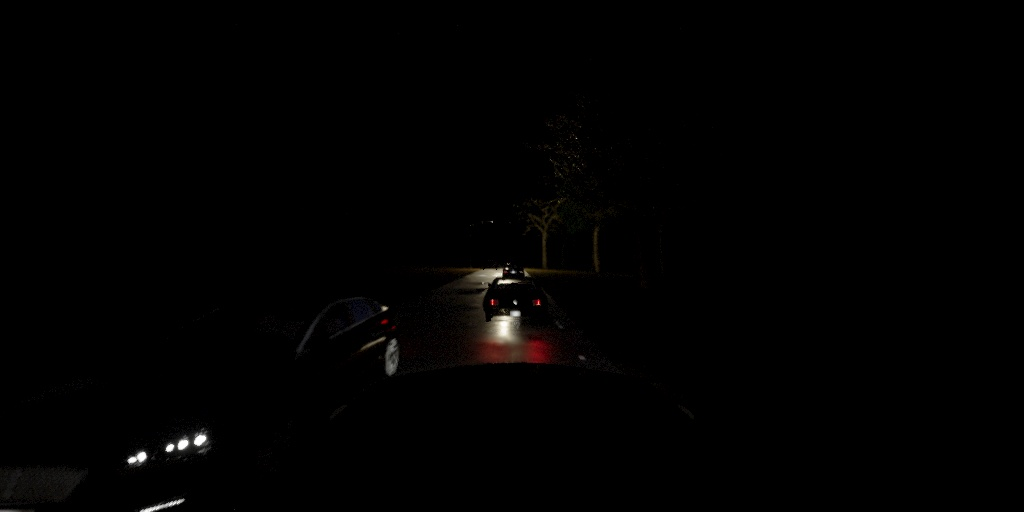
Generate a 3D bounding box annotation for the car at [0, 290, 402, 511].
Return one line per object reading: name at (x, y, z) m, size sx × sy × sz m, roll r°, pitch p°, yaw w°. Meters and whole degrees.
car at (-2.850, 1.241, 4.459) m, size 2.128 × 1.511 × 4.902 m, roll 0°, pitch 0°, yaw 0°

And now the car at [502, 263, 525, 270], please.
car at (0.103, 1.313, 30.501) m, size 2.033 × 1.411 × 5.357 m, roll 0°, pitch 0°, yaw 0°

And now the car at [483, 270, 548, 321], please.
car at (0.101, 1.350, 12.418) m, size 1.895 × 1.301 × 4.718 m, roll 0°, pitch 0°, yaw 0°

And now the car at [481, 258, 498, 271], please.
car at (-2.748, 1.015, 45.665) m, size 1.812 × 1.442 × 4.674 m, roll 0°, pitch 0°, yaw 0°
